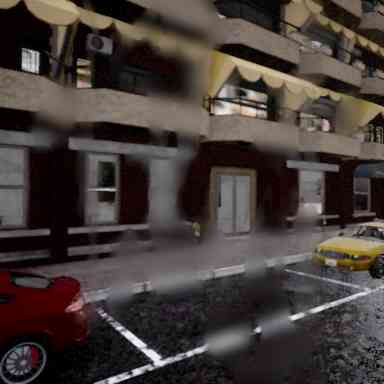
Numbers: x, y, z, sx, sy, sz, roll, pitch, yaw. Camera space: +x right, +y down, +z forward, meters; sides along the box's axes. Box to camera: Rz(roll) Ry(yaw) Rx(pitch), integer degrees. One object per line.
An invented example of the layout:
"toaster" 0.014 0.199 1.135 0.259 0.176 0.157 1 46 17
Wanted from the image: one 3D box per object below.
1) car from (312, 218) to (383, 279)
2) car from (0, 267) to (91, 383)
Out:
"car" 5.594 1.516 10.076 4.829 1.417 1.752 0 1 -35
"car" -3.304 1.583 3.732 4.206 1.307 1.802 0 1 -35
